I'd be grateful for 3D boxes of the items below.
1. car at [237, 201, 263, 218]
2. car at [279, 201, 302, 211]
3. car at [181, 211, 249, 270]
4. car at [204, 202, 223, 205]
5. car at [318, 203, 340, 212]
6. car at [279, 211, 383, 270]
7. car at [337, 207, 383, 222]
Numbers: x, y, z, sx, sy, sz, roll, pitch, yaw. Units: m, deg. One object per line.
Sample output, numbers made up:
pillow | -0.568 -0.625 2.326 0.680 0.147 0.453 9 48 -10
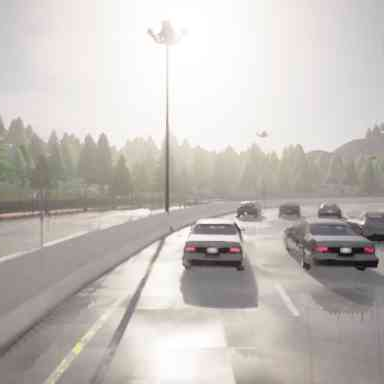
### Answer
car | 5.438 1.613 31.147 1.837 1.490 4.892 0 0 19
car | 9.628 1.596 32.521 1.882 1.535 5.008 0 0 20
car | 0.823 1.585 11.216 2.033 1.411 5.357 0 0 7
car | 3.807 1.644 45.807 2.128 1.511 4.902 0 0 27
car | 12.974 1.684 31.464 1.994 1.385 4.181 0 0 20
car | 4.346 1.590 11.231 2.033 1.411 5.357 0 0 7
car | 8.665 1.628 15.943 1.994 1.385 4.181 0 0 10
